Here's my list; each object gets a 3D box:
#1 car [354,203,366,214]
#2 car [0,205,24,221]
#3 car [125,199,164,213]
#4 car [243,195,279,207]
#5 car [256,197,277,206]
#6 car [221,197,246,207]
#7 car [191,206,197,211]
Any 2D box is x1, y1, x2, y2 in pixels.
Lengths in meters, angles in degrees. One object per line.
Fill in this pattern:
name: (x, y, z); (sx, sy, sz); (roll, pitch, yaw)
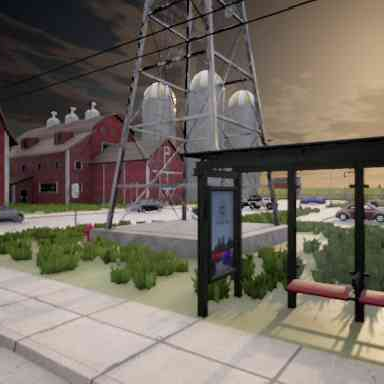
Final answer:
car: (13.186, 1.528, 25.533); (3.905, 1.438, 1.784); (0, 0, 35)
car: (-13.992, 1.608, 23.101); (1.994, 1.385, 4.181); (0, 0, 34)
car: (-5.098, 1.536, 36.067); (2.128, 1.511, 4.902); (0, 0, 34)
car: (9.159, 1.344, 43.289); (3.866, 1.878, 1.905); (0, 0, 35)
car: (12.459, 1.544, 55.310); (1.837, 1.490, 4.892); (0, 0, 34)
car: (6.643, 1.565, 53.019); (1.837, 1.490, 4.892); (0, 0, 35)
car: (1.938, 1.536, 31.889); (4.193, 1.474, 1.816); (0, 0, 35)
